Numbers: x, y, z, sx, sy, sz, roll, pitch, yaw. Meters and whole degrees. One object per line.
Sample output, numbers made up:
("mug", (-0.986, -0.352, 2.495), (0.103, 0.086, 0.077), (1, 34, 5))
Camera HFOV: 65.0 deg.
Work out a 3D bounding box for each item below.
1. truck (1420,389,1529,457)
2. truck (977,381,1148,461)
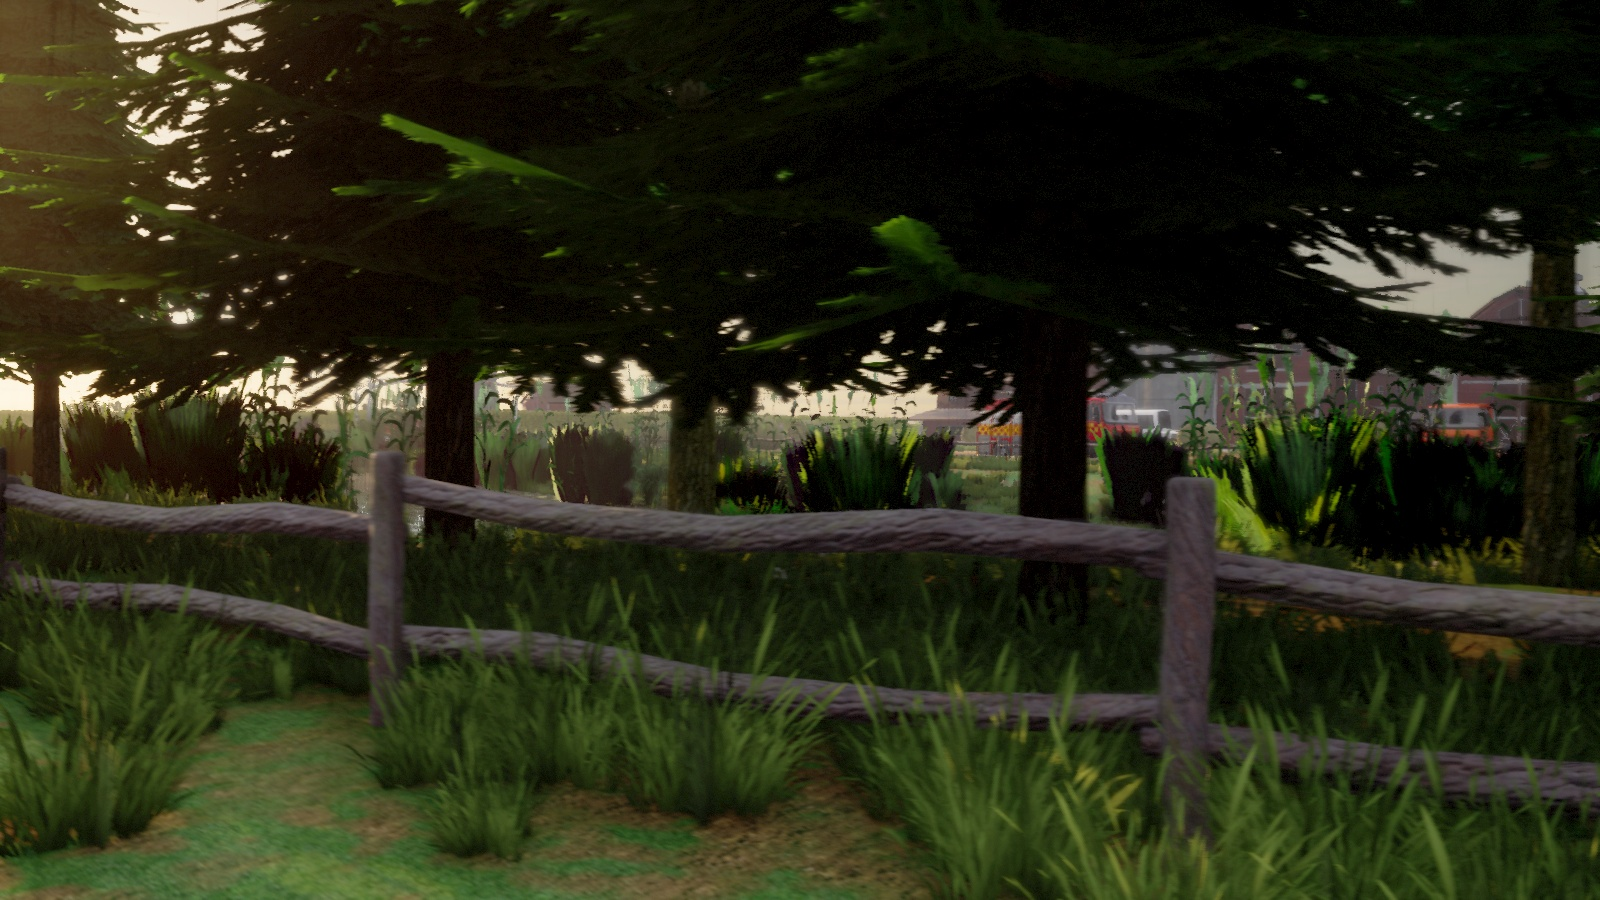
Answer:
("truck", (36.252, -1.452, 67.346), (7.936, 3.462, 2.891), (-1, 1, -44))
("truck", (13.248, -1.425, 64.106), (2.891, 3.827, 8.468), (-1, 1, -41))
